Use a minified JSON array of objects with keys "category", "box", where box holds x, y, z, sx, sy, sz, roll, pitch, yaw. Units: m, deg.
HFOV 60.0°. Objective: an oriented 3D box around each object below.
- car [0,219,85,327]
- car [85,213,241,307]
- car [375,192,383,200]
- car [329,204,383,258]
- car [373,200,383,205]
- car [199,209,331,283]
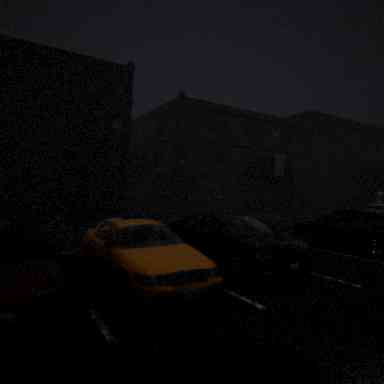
[{"category":"car","box":[-3.819,1.364,6.789,2.163,1.488,4.792,0,1,-29]},{"category":"car","box":[-1.289,1.321,8.007,1.946,1.575,5.366,0,1,-29]},{"category":"car","box":[10.904,1.032,14.912,2.435,2.045,5.566,0,1,-29]},{"category":"car","box":[5.967,1.322,12.258,2.163,1.488,4.792,0,1,-29]},{"category":"car","box":[8.429,1.288,13.589,2.231,1.521,4.892,0,1,-29]},{"category":"car","box":[1.070,1.309,9.527,2.097,1.535,5.008,0,1,-29]}]
